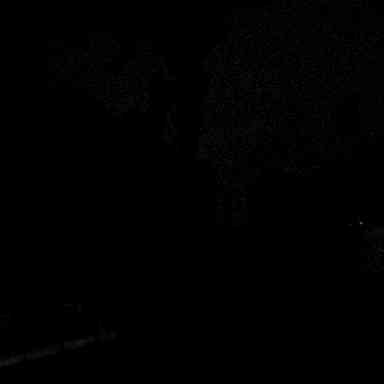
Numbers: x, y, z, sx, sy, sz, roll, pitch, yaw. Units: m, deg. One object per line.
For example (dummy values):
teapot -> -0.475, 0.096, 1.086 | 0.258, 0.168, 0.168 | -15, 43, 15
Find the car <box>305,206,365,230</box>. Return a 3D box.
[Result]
car -> 9.124, 1.719, 22.618 | 1.837, 1.490, 4.892 | 1, -1, -34

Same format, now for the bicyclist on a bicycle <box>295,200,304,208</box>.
bicyclist on a bicycle -> 10.126, 1.600, 31.420 | 1.656, 1.620, 0.582 | 0, 0, -35
